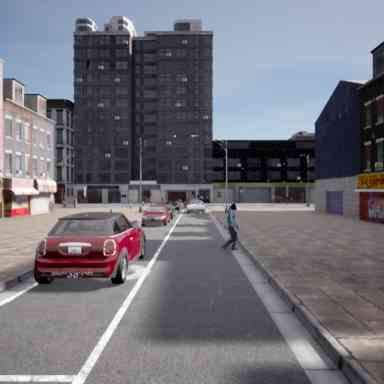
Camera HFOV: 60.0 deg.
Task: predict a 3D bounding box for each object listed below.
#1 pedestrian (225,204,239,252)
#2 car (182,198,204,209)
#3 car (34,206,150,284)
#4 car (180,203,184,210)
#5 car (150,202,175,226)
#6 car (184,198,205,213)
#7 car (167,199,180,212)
[{"bbox_3d":[1.535,1.292,12.500,0.375,1.860,0.375,0,0,1],"label":"pedestrian"},{"bbox_3d":[0.085,1.542,46.396,2.033,1.411,5.357,0,0,-10],"label":"car"},{"bbox_3d":[-2.663,1.350,9.735,2.097,1.767,4.553,0,0,1],"label":"car"},{"bbox_3d":[-2.276,1.560,39.481,1.947,1.339,4.313,0,0,1],"label":"car"},{"bbox_3d":[-2.428,1.579,23.125,1.802,1.307,4.206,0,0,1],"label":"car"},{"bbox_3d":[0.415,1.595,36.094,1.895,1.301,4.718,0,0,1],"label":"car"},{"bbox_3d":[-2.377,1.562,28.577,1.947,1.339,4.313,0,0,1],"label":"car"}]
